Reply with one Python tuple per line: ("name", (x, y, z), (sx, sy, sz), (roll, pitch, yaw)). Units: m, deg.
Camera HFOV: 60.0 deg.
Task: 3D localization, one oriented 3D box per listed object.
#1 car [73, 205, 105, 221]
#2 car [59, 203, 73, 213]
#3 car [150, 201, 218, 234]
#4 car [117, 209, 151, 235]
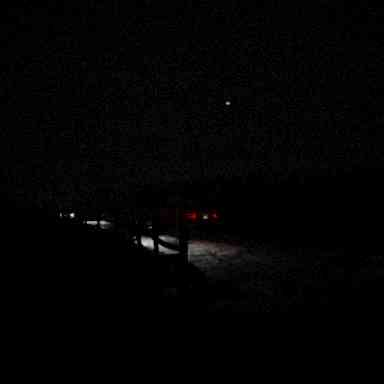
("car", (-10.217, 2.092, 33.406), (2.033, 1.411, 5.357), (1, -1, -29))
("car", (-18.258, 2.298, 48.113), (1.812, 1.442, 4.674), (1, -1, -29))
("car", (-0.490, 1.588, 21.672), (2.150, 2.045, 5.566), (1, -1, -28))
("car", (-3.530, 1.833, 21.372), (2.128, 1.511, 4.902), (1, -2, -29))
